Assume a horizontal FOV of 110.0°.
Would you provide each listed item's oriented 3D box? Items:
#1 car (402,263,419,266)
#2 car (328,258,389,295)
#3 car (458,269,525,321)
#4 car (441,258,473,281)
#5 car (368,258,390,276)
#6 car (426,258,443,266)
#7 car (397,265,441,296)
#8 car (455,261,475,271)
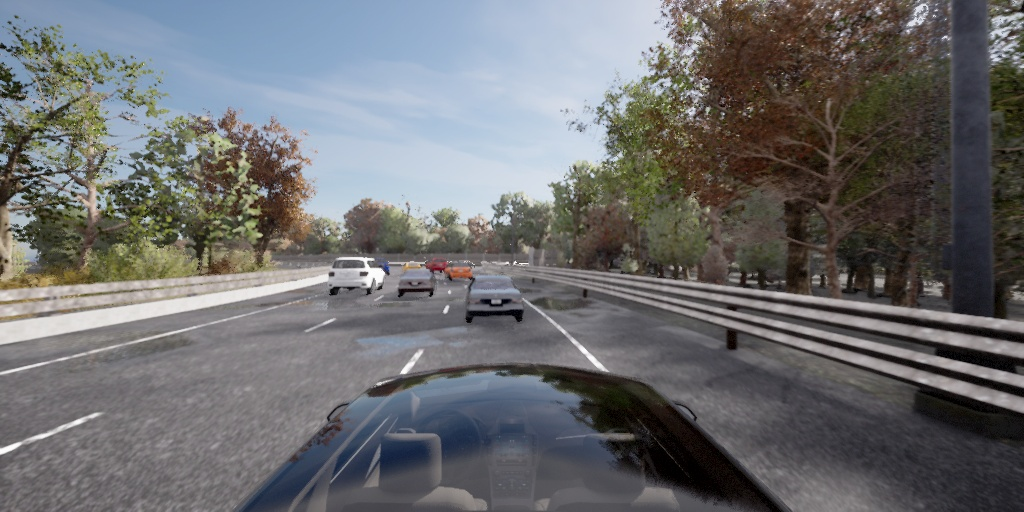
[{"bbox_3d":[-12.050,1.525,42.888,1.882,1.535,5.008,0,0,-22],"label":"car"},{"bbox_3d":[-8.966,1.117,21.051,2.150,2.045,5.566,0,0,-10],"label":"car"},{"bbox_3d":[-0.720,1.373,12.788,2.033,1.411,5.357,0,0,-6],"label":"car"},{"bbox_3d":[-5.107,1.323,33.510,2.097,1.767,4.553,0,-1,-17],"label":"car"},{"bbox_3d":[-16.679,1.291,44.843,2.150,2.045,5.566,0,0,-24],"label":"car"},{"bbox_3d":[-9.799,1.288,46.391,2.150,2.045,5.566,0,-1,-23],"label":"car"},{"bbox_3d":[-5.263,1.431,20.276,2.033,1.411,5.357,0,0,-10],"label":"car"},{"bbox_3d":[-7.817,1.645,59.922,2.128,1.511,4.902,0,0,7],"label":"car"}]
